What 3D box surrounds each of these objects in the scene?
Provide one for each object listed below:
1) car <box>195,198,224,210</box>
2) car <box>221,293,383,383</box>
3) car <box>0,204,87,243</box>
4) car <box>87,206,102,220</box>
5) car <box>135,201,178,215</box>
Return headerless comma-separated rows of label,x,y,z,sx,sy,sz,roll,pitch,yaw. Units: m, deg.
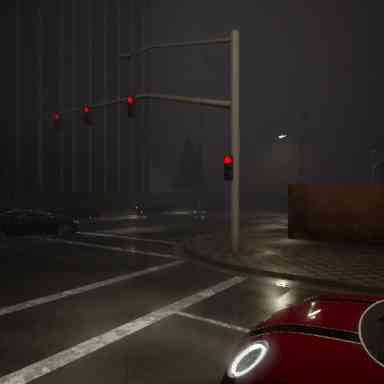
car,2.283,1.491,41.835,2.128,1.511,4.902,0,0,36
car,2.429,1.352,2.225,4.553,1.767,2.097,0,0,36
car,-7.926,1.491,15.885,4.902,1.511,2.128,0,0,-43
car,-9.341,1.601,25.468,1.895,1.301,4.718,0,0,35
car,-3.560,1.601,33.624,1.895,1.301,4.718,0,0,35
